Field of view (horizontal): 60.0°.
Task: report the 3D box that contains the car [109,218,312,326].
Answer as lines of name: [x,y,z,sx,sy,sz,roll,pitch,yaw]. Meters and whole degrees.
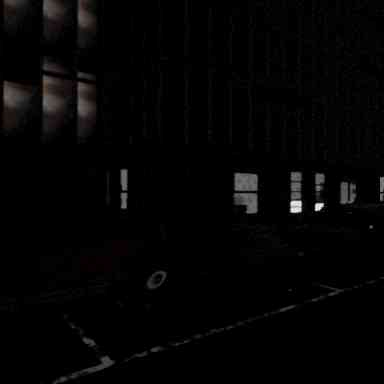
car: [0.357,1.437,6.990,4.097,1.590,1.967,0,0,-36]

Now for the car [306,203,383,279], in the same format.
car: [4.883,1.304,10.217,5.009,1.841,2.192,0,0,-36]
